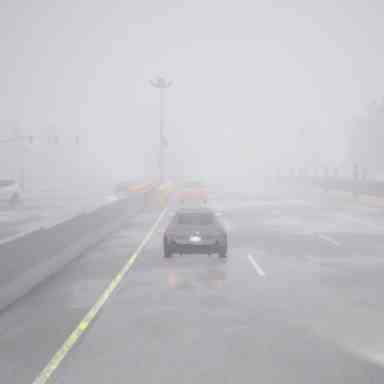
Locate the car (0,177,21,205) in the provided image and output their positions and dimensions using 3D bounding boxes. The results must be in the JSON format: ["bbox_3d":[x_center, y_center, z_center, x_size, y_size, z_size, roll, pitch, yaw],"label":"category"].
[{"bbox_3d":[-14.076,0.048,22.993,2.150,2.045,5.566,0,4,0],"label":"car"}]

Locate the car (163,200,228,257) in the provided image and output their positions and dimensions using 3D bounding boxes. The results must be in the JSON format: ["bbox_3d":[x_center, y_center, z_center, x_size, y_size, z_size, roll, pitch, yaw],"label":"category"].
[{"bbox_3d":[0.100,1.208,11.466,1.994,1.385,4.181,0,3,0],"label":"car"}]

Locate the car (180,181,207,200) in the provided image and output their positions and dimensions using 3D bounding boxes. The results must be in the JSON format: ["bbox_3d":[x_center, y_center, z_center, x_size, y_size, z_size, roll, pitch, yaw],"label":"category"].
[{"bbox_3d":[0.137,-0.145,27.114,2.097,1.767,4.553,0,4,0],"label":"car"}]

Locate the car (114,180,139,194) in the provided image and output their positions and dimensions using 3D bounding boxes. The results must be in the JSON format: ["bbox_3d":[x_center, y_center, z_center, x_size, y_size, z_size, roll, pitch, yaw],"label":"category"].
[{"bbox_3d":[-6.936,-0.549,35.463,1.895,1.301,4.718,0,4,1],"label":"car"}]
